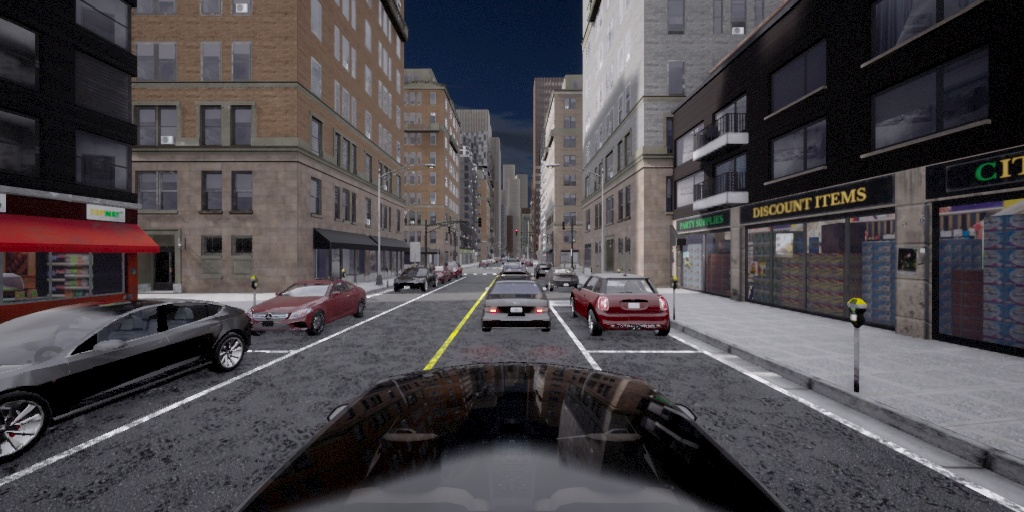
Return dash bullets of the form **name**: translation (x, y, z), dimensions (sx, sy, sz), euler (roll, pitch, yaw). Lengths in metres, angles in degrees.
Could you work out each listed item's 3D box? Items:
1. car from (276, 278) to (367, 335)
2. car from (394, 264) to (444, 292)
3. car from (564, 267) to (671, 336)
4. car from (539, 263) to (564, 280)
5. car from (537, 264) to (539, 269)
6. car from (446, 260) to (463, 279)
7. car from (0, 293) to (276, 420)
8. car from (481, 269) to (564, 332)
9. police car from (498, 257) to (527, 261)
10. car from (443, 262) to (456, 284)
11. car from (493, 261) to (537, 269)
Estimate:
- **car**: translation (-5.649, 1.331, 10.394), dimensions (1.802, 1.307, 4.207), euler (0, 0, 0)
- **car**: translation (-5.620, 1.316, 21.396), dimensions (1.948, 1.339, 4.313), euler (0, 0, 0)
- **car**: translation (2.877, 1.189, 10.371), dimensions (1.967, 1.591, 4.097), euler (0, 0, 0)
- **car**: translation (2.906, 1.301, 21.373), dimensions (2.007, 1.370, 4.403), euler (0, 0, 0)
- **car**: translation (2.935, 1.319, 32.376), dimensions (1.948, 1.339, 4.313), euler (0, 0, 0)
- **car**: translation (-5.590, 1.192, 32.399), dimensions (1.967, 1.591, 4.097), euler (0, 0, 0)
- **car**: translation (-5.664, 1.315, 4.892), dimensions (1.948, 1.339, 4.313), euler (0, 0, 0)
- **car**: translation (0.118, 1.297, 10.844), dimensions (2.033, 1.411, 5.357), euler (0, 0, 0)
- **police car**: translation (0.074, 1.178, 31.386), dimensions (1.930, 1.638, 5.238), euler (0, 0, 0)
- **car**: translation (-5.605, 1.333, 26.897), dimensions (1.802, 1.307, 4.207), euler (0, 0, 0)
- **car**: translation (0.148, 1.242, 21.367), dimensions (2.128, 1.511, 4.902), euler (0, 0, 0)
